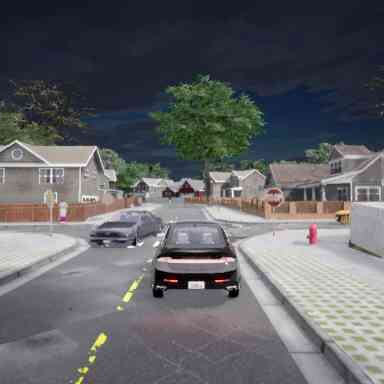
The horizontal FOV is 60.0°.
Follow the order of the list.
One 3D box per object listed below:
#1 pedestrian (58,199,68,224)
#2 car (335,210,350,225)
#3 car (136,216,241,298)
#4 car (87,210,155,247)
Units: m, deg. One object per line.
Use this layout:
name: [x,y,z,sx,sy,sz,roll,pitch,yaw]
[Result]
pedestrian: [-9.708,1.454,25.017,0.375,1.860,0.375,0,-1,1]
car: [12.023,1.403,21.848,5.008,1.535,1.882,-1,-2,1]
car: [0.079,1.506,8.544,2.128,1.511,4.902,0,0,0]
car: [-2.846,1.588,15.709,2.033,1.411,5.357,0,-1,11]
